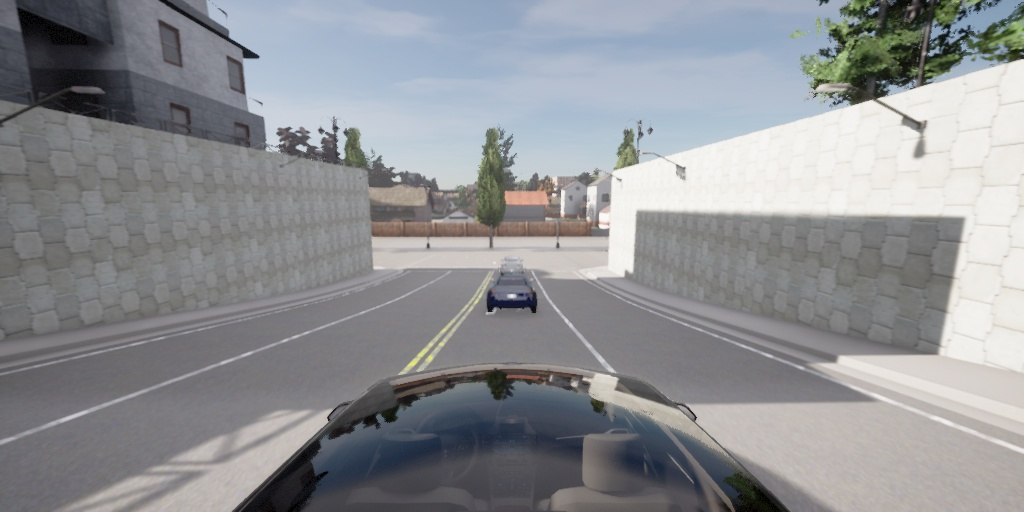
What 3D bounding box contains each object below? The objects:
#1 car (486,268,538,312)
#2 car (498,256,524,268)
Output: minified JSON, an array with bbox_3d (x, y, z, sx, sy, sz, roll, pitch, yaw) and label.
[{"bbox_3d":[0.007,1.409,14.973,1.994,1.385,4.181,0,0,0],"label":"car"},{"bbox_3d":[0.011,0.703,29.606,1.812,1.442,4.674,0,4,1],"label":"car"}]
